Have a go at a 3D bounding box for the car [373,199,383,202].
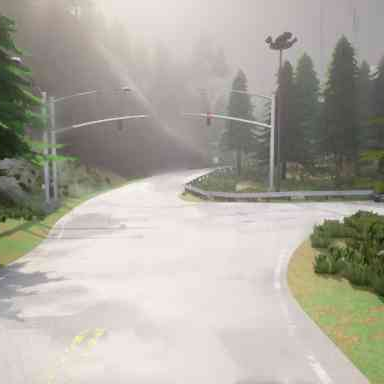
[{"bbox_3d":[14.813,0.076,23.014,4.892,1.490,1.837,0,5,-11],"label":"car"}]
